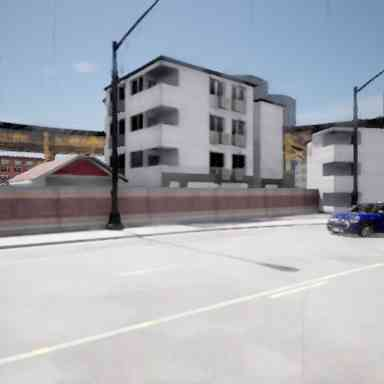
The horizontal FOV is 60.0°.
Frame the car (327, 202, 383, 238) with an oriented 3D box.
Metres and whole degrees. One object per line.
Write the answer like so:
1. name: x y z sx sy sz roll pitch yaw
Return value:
1. car: 9.434 1.332 17.534 4.553 1.767 2.097 0 0 -19
